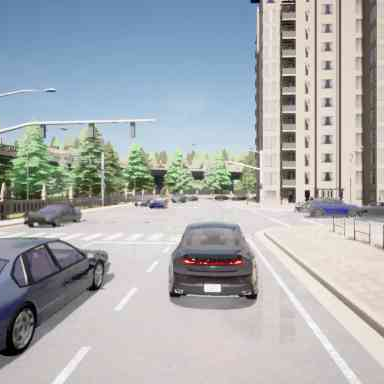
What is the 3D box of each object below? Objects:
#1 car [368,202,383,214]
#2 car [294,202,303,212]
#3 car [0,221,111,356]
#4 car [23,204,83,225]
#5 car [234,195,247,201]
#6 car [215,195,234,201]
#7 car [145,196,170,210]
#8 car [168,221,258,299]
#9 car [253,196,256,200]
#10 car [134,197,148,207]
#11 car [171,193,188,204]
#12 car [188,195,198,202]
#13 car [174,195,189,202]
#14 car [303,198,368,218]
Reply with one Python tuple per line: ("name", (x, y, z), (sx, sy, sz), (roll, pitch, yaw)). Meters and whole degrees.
("car", (18.355, 1.656, 33.188), (4.718, 1.301, 1.895), (0, 0, 3))
("car", (13.756, 1.407, 36.988), (4.553, 1.767, 2.097), (0, 0, 5))
("car", (-3.138, 1.547, 6.033), (2.033, 1.411, 5.357), (0, 0, 4))
("car", (-9.222, 1.547, 22.646), (2.033, 1.411, 5.357), (0, 0, 4))
("car", (12.001, 1.525, 82.316), (4.902, 1.511, 2.128), (0, 0, -43))
("car", (7.611, 1.500, 82.703), (1.837, 1.490, 4.892), (0, 0, 43))
("car", (-4.354, 1.601, 43.471), (1.895, 1.301, 4.718), (0, 0, 4))
("car", (0.546, 1.505, 8.488), (1.837, 1.490, 4.892), (0, 0, 4))
("car", (18.878, 1.524, 91.019), (4.674, 1.442, 1.812), (0, 0, -20))
("car", (-7.410, 1.491, 50.245), (2.128, 1.511, 4.902), (0, 0, 4))
("car", (-2.680, 1.223, 65.972), (2.150, 2.045, 5.566), (0, 0, 6))
("car", (-0.108, 1.525, 76.810), (2.128, 1.511, 4.902), (0, 0, 20))
("car", (-2.472, 1.552, 80.011), (1.994, 1.385, 4.181), (0, 0, 24))
("car", (12.758, 1.407, 29.859), (4.553, 1.767, 2.097), (0, 0, 4))
